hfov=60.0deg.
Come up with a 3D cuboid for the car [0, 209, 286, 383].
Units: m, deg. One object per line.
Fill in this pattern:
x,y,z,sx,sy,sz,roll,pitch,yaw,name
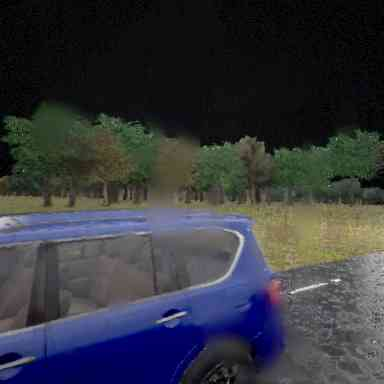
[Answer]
-1.587,1.221,2.859,5.566,2.045,2.150,0,0,-35,car
